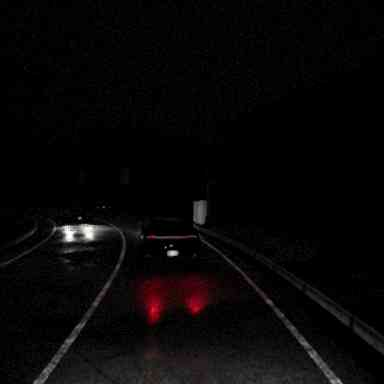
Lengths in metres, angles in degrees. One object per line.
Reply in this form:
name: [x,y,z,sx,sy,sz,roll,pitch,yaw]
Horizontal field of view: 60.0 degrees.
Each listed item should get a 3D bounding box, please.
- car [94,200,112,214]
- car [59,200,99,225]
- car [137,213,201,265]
car: [-9.859,1.478,33.309,2.033,1.411,5.357,1,0,-38]
car: [-8.151,1.499,23.392,1.994,1.385,4.181,1,0,-26]
car: [-0.877,1.478,11.676,2.128,1.511,4.902,0,0,-8]
